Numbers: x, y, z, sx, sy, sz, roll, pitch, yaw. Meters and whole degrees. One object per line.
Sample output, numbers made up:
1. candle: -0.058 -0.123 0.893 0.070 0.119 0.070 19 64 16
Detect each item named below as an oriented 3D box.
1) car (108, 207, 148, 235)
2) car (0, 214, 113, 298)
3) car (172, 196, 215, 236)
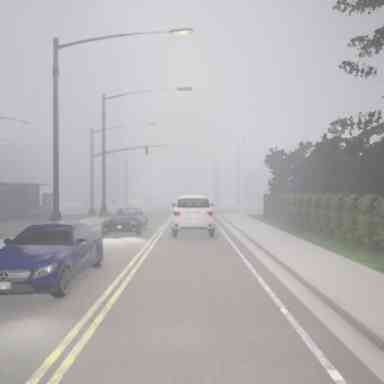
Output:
1. car: -3.613 1.553 18.556 1.994 1.385 4.181 0 0 0
2. car: -3.602 1.522 8.661 1.812 1.442 4.674 0 0 0
3. car: 0.067 1.207 18.480 2.150 2.045 5.566 0 0 0
